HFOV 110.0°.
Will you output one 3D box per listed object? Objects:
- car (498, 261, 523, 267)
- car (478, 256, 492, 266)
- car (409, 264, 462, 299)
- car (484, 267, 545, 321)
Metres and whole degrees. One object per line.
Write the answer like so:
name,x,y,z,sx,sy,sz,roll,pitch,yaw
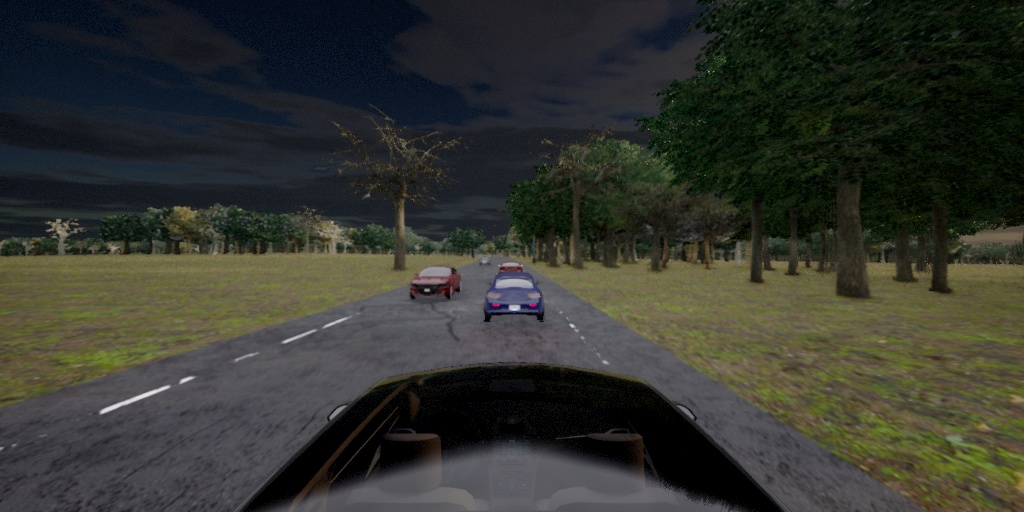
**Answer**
car,-0.110,1.128,29.090,1.882,1.535,5.008,0,0,-1
car,-4.370,0.834,58.617,2.128,1.511,4.902,0,1,-1
car,-3.682,1.194,17.958,1.882,1.535,5.008,0,0,-1
car,0.058,1.262,12.263,1.812,1.442,4.674,0,0,0
